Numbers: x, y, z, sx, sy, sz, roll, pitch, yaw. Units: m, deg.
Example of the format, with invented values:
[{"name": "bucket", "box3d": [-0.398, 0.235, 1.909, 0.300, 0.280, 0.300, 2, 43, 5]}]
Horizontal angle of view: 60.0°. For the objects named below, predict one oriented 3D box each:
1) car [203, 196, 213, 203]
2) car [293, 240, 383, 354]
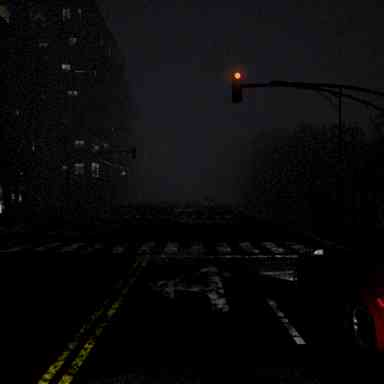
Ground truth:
[{"name": "car", "box3d": [3.297, 1.516, 69.458, 2.128, 1.511, 4.902, 0, 0, 0]}, {"name": "car", "box3d": [3.345, 1.564, 6.128, 1.994, 1.385, 4.181, 0, 0, 0]}]
